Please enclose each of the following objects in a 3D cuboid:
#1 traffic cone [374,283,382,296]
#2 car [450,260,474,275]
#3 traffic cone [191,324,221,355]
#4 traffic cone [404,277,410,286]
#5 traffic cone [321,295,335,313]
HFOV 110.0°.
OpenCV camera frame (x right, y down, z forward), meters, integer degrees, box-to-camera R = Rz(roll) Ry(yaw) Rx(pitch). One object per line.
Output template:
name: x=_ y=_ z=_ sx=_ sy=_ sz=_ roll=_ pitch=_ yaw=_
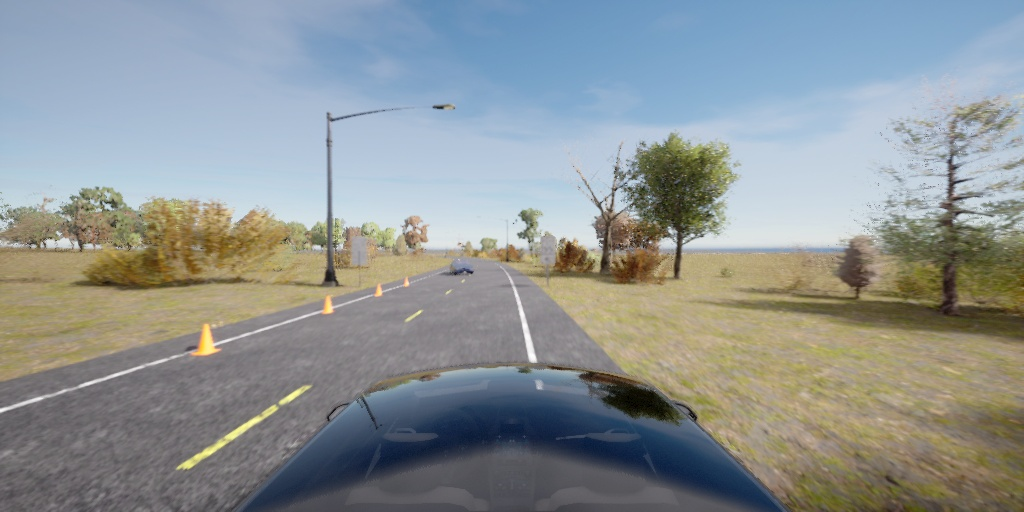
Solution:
traffic cone: x=-6.420 y=1.609 z=17.299 sx=0.340 sy=0.580 sz=0.340 roll=0 pitch=0 yaw=-1
car: x=-4.915 y=1.064 z=34.554 sx=2.033 sy=1.411 sz=5.357 roll=0 pitch=0 yaw=-16
traffic cone: x=-6.261 y=1.684 z=7.349 sx=0.340 sy=0.580 sz=0.340 roll=0 pitch=0 yaw=0
traffic cone: x=-6.558 y=1.571 z=22.273 sx=0.340 sy=0.580 sz=0.340 roll=0 pitch=0 yaw=-2
traffic cone: x=-6.321 y=1.646 z=12.325 sx=0.340 sy=0.580 sz=0.340 roll=0 pitch=0 yaw=-1
